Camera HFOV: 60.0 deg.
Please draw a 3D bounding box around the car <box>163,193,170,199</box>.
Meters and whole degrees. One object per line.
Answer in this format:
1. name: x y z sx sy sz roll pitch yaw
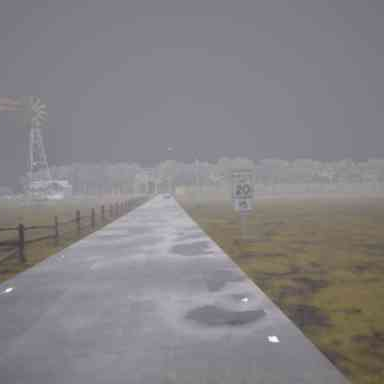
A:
1. car: -7.138 1.296 94.706 1.882 1.535 5.008 -3 0 -4
